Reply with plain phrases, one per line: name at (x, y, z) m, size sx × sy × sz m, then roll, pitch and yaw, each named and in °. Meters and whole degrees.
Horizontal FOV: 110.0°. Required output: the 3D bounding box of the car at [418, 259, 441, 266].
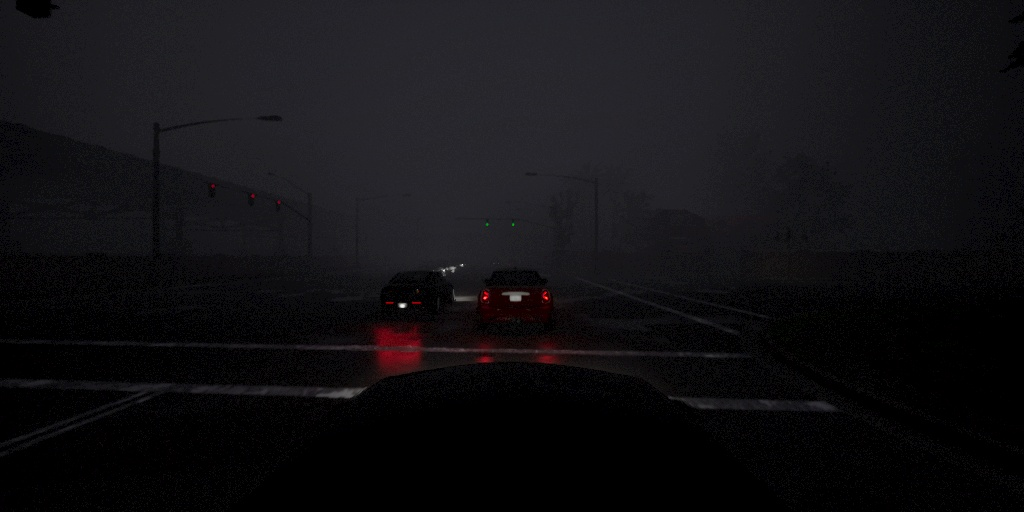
car at (-10.579, 1.272, 44.881) m, size 1.812 × 1.442 × 4.674 m, roll 0°, pitch 1°, yaw 0°

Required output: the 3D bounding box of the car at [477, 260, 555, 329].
car at (0.097, 1.128, 11.461) m, size 2.097 × 1.767 × 4.553 m, roll 0°, pitch 0°, yaw 0°

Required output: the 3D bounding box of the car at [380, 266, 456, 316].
car at (-3.402, 1.287, 13.567) m, size 1.837 × 1.490 × 4.892 m, roll 0°, pitch 0°, yaw 0°

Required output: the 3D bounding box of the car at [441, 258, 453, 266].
car at (-10.553, 1.195, 53.602) m, size 1.812 × 1.442 × 4.674 m, roll 0°, pitch 0°, yaw 0°

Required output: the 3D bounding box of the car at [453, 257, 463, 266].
car at (-10.505, 1.042, 63.370) m, size 2.128 × 1.511 × 4.902 m, roll 0°, pitch 1°, yaw 0°
